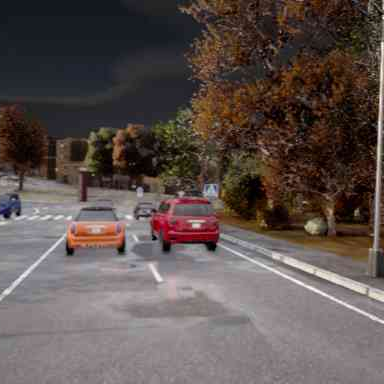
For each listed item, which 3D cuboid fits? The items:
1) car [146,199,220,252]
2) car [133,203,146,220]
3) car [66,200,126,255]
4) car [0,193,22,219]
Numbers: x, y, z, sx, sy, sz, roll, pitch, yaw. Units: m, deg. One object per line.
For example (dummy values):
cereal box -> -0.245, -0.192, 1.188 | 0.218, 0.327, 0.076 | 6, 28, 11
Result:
car -> -0.487, 1.312, 14.614 | 2.150, 2.045, 5.566 | 1, 0, -14
car -> -4.078, 1.648, 29.131 | 2.033, 1.411, 5.357 | 1, 0, -14
car -> -3.894, 1.390, 13.812 | 2.097, 1.767, 4.553 | 1, -1, -14
car -> -16.277, 1.108, 28.498 | 2.150, 2.045, 5.566 | 1, 0, -14
